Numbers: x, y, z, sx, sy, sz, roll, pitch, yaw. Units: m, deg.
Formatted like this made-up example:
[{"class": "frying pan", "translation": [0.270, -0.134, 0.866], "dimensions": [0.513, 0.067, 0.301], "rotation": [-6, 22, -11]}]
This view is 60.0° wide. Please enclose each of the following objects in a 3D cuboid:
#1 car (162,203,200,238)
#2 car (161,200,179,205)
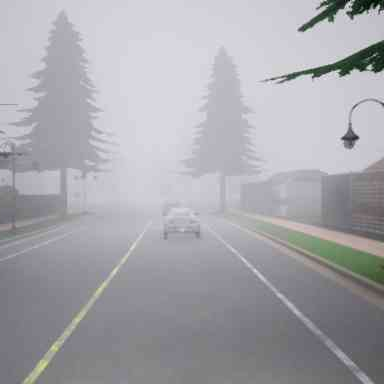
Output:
[{"class": "car", "translation": [-0.592, 1.555, 17.939], "dimensions": [1.812, 1.442, 4.674], "rotation": [0, 0, -4]}, {"class": "car", "translation": [-2.053, 1.548, 33.720], "dimensions": [2.128, 1.511, 4.902], "rotation": [0, 0, -6]}]
